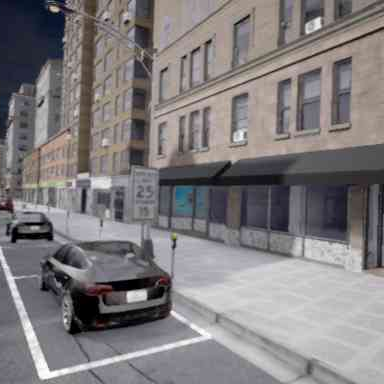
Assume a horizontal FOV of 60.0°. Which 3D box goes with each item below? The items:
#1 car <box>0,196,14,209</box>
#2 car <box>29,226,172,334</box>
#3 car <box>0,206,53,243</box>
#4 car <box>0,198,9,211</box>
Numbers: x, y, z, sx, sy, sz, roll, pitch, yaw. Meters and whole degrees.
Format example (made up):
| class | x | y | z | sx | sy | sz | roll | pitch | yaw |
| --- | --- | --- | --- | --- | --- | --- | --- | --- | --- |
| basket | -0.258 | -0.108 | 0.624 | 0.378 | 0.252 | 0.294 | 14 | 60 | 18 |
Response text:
| class | x | y | z | sx | sy | sz | roll | pitch | yaw |
| --- | --- | --- | --- | --- | --- | --- | --- | --- | --- |
| car | -19.816 | 1.271 | 34.651 | 2.192 | 1.841 | 5.009 | 2 | -1 | -33 |
| car | -1.981 | 1.640 | 6.910 | 1.947 | 1.339 | 4.313 | 2 | -1 | -33 |
| car | -7.928 | 1.595 | 16.156 | 1.947 | 1.339 | 4.313 | 2 | -1 | -33 |
| car | -22.888 | 1.467 | 39.414 | 1.752 | 1.417 | 4.829 | 2 | -1 | -33 |
